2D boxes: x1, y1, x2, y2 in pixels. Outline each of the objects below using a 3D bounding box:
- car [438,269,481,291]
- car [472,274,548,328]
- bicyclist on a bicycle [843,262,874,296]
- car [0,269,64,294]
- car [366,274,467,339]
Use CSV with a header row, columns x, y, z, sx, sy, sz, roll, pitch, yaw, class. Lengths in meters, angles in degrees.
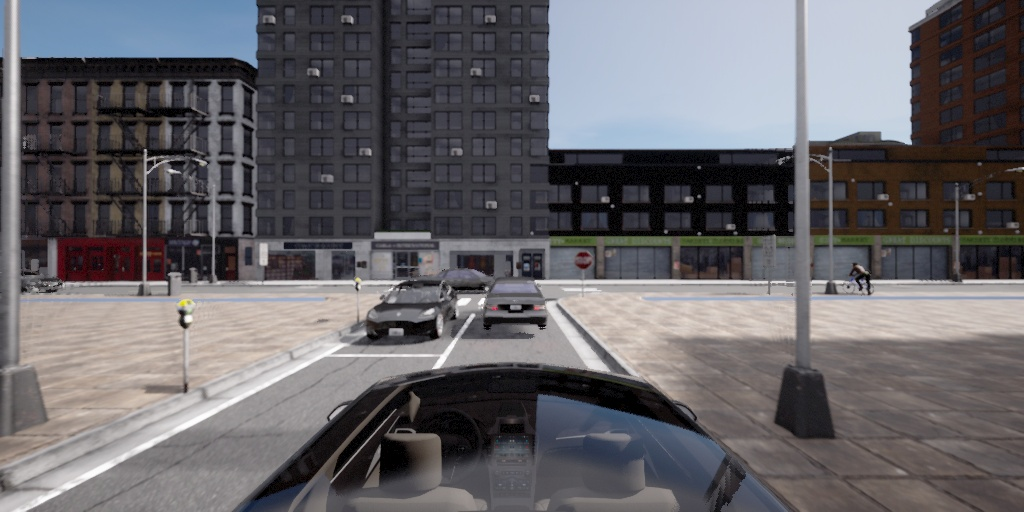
x,y,z,sx,sy,sz,roll,pitch,yaw,class
-2.814,1.448,20.938,5.357,1.411,2.033,0,0,0,car
0.067,1.373,11.635,2.033,1.411,5.357,0,0,-1,car
17.368,1.147,18.009,0.582,1.620,1.656,0,-1,0,bicyclist on a bicycle
-29.398,1.476,20.966,4.892,1.490,1.837,0,0,0,car
-2.633,1.381,10.332,1.948,1.339,4.313,0,0,0,car
